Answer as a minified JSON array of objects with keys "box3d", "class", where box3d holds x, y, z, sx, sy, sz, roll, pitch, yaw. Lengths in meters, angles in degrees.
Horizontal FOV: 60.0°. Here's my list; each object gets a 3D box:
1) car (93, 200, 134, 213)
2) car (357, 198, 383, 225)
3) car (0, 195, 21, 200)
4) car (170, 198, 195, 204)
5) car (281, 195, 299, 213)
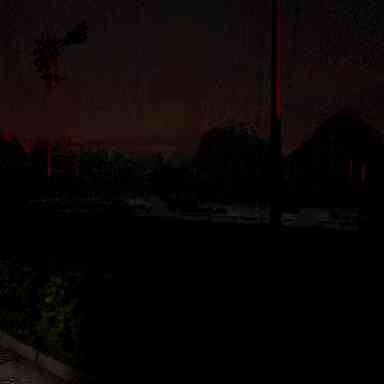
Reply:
[{"box3d":[-7.528,1.476,32.132,1.784,1.438,3.905,0,0,35],"class":"car"},{"box3d":[10.964,1.307,19.347,1.932,1.855,4.605,0,0,35],"class":"car"},{"box3d":[-28.605,1.255,52.020,2.097,1.767,4.553,0,0,36],"class":"car"},{"box3d":[-1.103,1.459,43.342,1.816,1.474,4.193,0,0,35],"class":"car"},{"box3d":[10.253,1.291,36.051,1.905,1.878,3.866,0,0,35],"class":"car"}]
